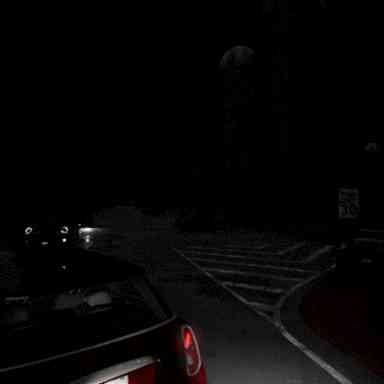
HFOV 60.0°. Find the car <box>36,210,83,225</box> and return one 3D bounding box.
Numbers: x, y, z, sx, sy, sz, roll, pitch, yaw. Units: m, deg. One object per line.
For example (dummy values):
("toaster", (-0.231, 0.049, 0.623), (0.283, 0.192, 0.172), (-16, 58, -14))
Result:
("car", (-7.203, 1.851, 17.410), (2.097, 1.767, 4.553), (0, -2, -12))

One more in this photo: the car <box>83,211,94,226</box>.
("car", (-10.056, 2.455, 30.636), (2.033, 1.411, 5.357), (0, -2, -12))

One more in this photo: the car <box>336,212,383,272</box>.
("car", (6.442, 1.645, 11.099), (3.866, 1.878, 1.905), (2, -2, -44))

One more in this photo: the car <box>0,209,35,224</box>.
("car", (-5.304, 1.399, 6.985), (2.150, 2.045, 5.566), (0, -2, -11))

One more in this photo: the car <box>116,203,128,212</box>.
("car", (-17.211, 3.649, 80.510), (2.150, 2.045, 5.566), (0, -2, -12))

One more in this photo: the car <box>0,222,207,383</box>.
("car", (-1.936, 1.431, 3.881), (2.097, 1.767, 4.553), (1, -2, -40))

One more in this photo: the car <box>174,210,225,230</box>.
("car", (0.570, 2.267, 27.051), (3.988, 1.617, 1.851), (0, -2, -13))

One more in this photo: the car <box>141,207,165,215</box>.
("car", (-6.900, 3.328, 59.190), (4.181, 1.381, 1.994), (0, -2, -13))
